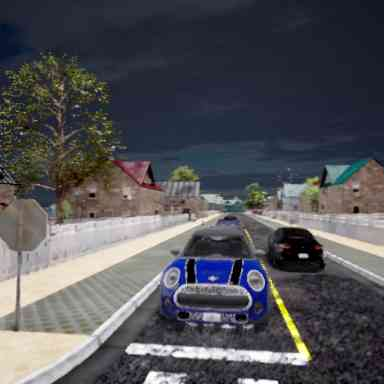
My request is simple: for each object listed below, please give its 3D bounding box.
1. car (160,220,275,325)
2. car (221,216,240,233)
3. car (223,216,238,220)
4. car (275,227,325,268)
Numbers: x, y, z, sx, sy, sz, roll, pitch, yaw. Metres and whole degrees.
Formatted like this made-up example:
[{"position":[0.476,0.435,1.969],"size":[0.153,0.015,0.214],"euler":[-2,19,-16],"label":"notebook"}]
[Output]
[{"position":[0.642,1.729,8.120],"size":[2.097,1.767,4.553],"euler":[0,-3,7],"label":"car"},{"position":[3.847,3.130,33.005],"size":[1.812,1.442,4.674],"euler":[0,-3,7],"label":"car"},{"position":[2.181,2.458,20.122],"size":[2.128,1.511,4.902],"euler":[0,-3,7],"label":"car"},{"position":[4.266,2.223,14.102],"size":[1.812,1.442,4.674],"euler":[0,-3,8],"label":"car"}]
